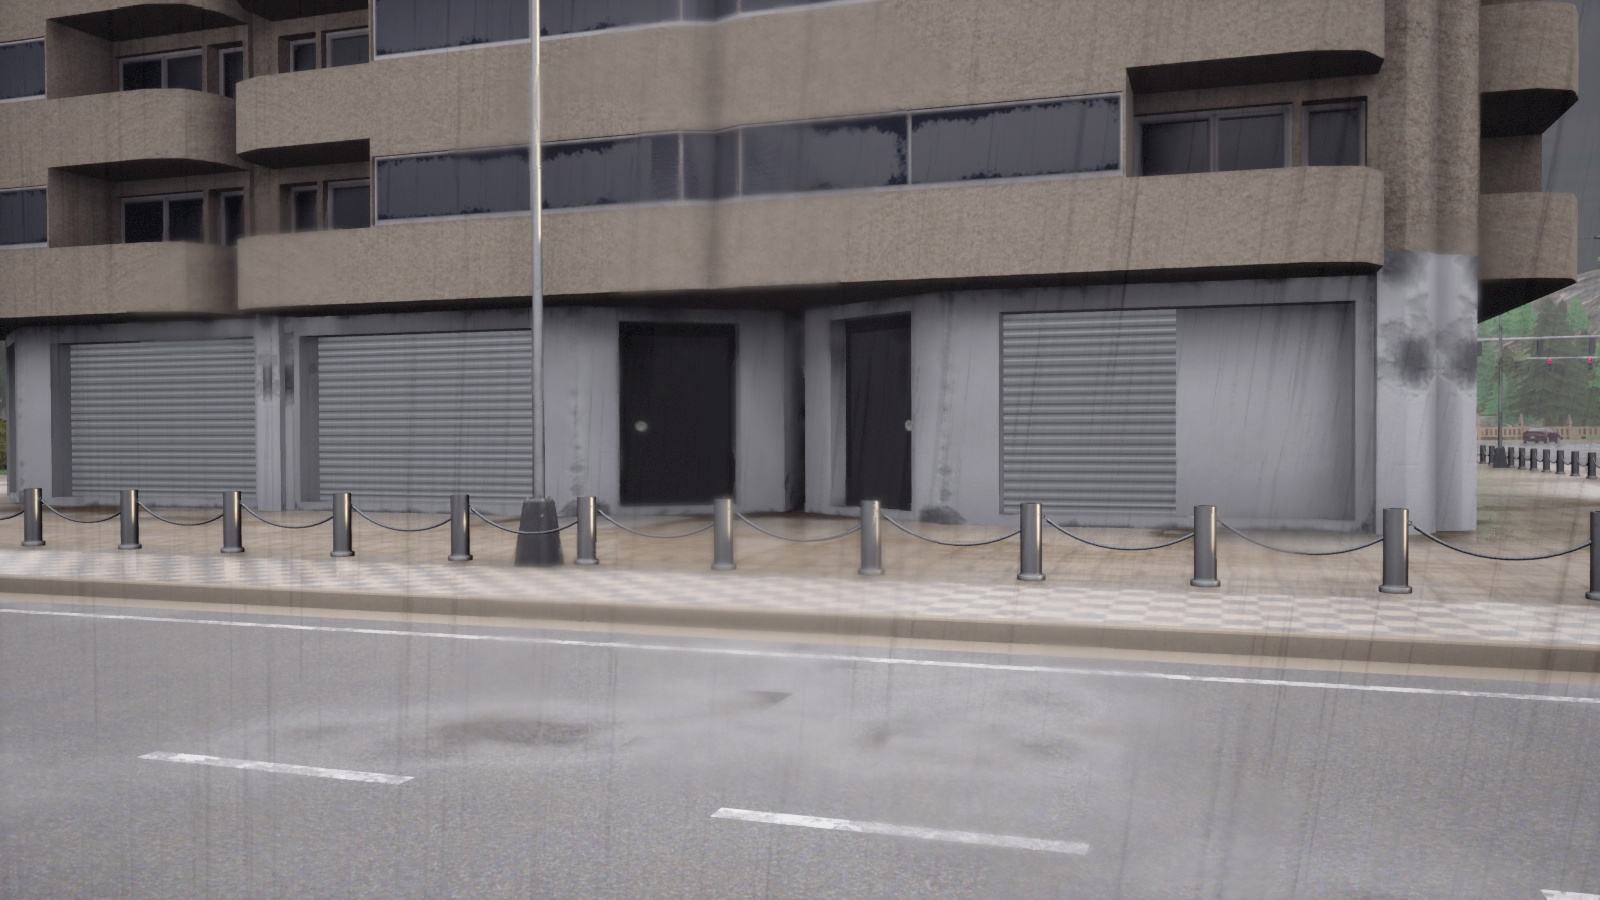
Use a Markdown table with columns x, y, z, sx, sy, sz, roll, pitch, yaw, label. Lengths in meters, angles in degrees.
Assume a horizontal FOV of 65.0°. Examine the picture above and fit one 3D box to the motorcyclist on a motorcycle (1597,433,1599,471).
| x | y | z | sx | sy | sz | roll | pitch | yaw | label |
| --- | --- | --- | --- | --- | --- | --- | --- | --- | --- |
| 32.254 | 0.079 | 49.665 | 0.797 | 1.523 | 2.044 | 1 | 1 | 19 | motorcyclist on a motorcycle |
